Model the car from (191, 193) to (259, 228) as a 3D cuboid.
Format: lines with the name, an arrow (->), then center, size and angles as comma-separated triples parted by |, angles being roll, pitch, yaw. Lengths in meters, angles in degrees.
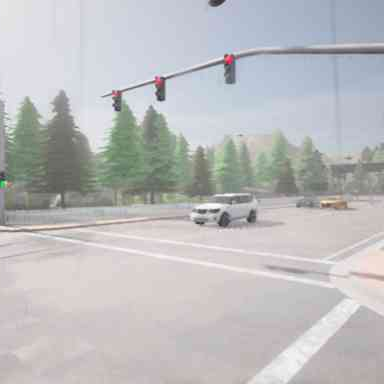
car -> 2.323, 1.117, 22.015 | 2.150, 2.045, 5.566 | 0, 0, 41

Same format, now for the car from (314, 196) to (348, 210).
car -> 16.064, 1.209, 37.764 | 1.882, 1.535, 5.008 | 0, 0, 41

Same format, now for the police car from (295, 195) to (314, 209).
police car -> 14.554, 1.234, 41.336 | 2.038, 1.542, 4.974 | 0, 0, 41
